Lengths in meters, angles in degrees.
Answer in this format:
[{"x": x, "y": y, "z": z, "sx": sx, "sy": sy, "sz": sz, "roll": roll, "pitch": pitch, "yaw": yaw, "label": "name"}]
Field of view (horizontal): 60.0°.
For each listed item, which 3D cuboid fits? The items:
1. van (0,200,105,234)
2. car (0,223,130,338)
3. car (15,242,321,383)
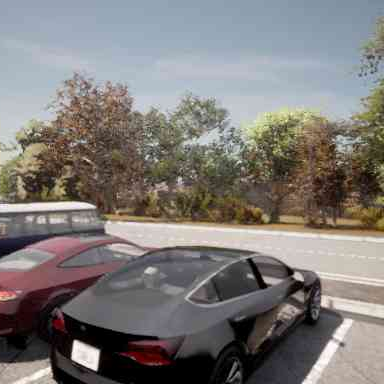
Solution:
[{"x": -4.070, "y": 1.278, "z": 8.205, "sx": 1.878, "sy": 1.987, "sz": 4.442, "roll": 0, "pitch": 0, "yaw": 36, "label": "van"}, {"x": -1.881, "y": 1.536, "z": 6.493, "sx": 2.002, "sy": 1.452, "sz": 4.674, "roll": 0, "pitch": 0, "yaw": 36, "label": "car"}, {"x": 0.397, "y": 1.517, "z": 4.904, "sx": 2.163, "sy": 1.488, "sz": 4.792, "roll": 0, "pitch": 0, "yaw": 36, "label": "car"}]
